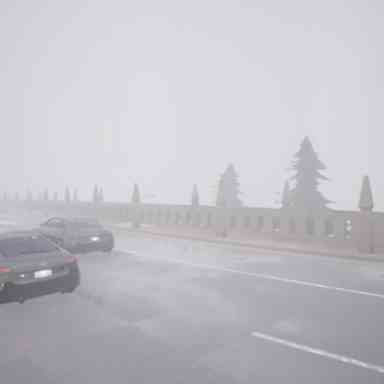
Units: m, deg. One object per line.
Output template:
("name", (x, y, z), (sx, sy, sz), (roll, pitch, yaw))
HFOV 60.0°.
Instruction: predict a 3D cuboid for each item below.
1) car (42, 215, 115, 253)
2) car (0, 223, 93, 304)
("car", (-4.829, 1.603, 12.980), (4.181, 1.385, 1.994), (0, 0, 44))
("car", (-4.453, 1.585, 7.898), (4.181, 1.385, 1.994), (0, 0, 41))
